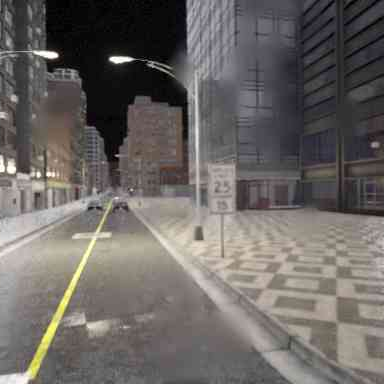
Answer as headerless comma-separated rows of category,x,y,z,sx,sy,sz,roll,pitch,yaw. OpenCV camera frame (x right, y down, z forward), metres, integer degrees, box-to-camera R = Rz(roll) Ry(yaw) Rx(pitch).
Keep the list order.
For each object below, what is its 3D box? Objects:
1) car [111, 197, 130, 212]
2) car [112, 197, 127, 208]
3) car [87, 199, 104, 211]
car,-8.491,1.576,39.572,1.837,1.490,4.892,-1,0,-13
car,-10.855,1.544,49.722,2.128,1.511,4.902,-1,1,-13
car,-12.381,1.660,42.910,2.033,1.411,5.357,-1,0,-13
